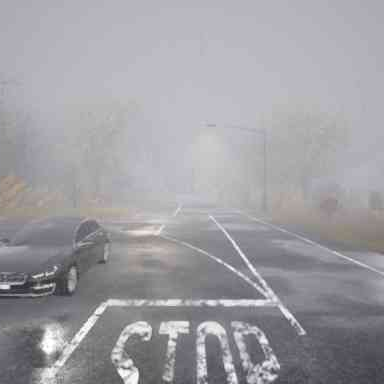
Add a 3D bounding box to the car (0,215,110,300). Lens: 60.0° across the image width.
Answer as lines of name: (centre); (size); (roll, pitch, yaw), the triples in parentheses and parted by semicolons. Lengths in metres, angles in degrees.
car: (-3.469, 1.439, 8.608); (1.837, 1.490, 4.892); (0, 2, 0)
